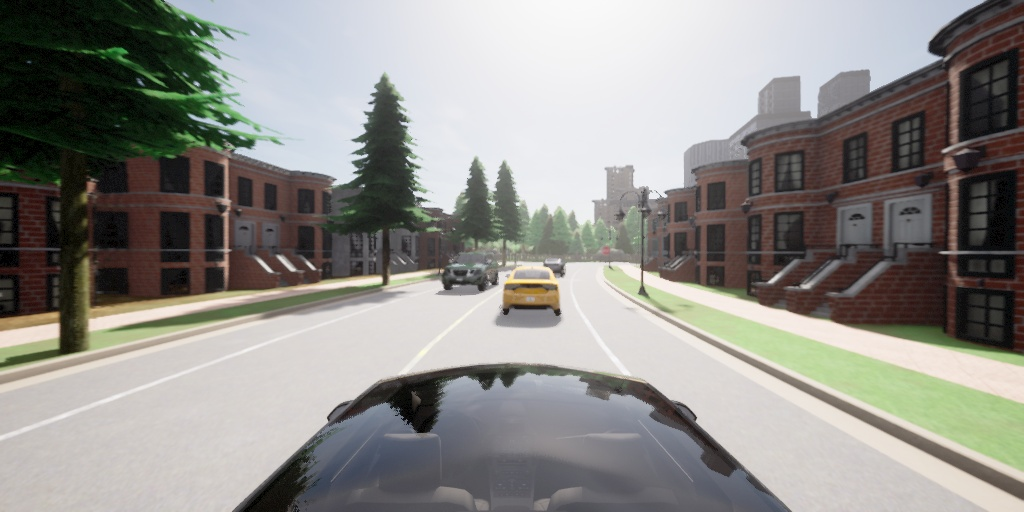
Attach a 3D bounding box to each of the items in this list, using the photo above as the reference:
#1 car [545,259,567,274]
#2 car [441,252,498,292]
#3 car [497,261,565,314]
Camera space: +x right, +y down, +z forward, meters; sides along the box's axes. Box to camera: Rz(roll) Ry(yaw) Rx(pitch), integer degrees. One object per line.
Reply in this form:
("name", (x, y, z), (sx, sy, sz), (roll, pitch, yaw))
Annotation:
("car", (3.738, 0.957, 31.678), (2.128, 1.511, 4.902), (0, 1, 13))
("car", (-2.163, 0.778, 20.187), (2.150, 2.045, 5.566), (0, 1, 8))
("car", (0.773, 1.116, 13.226), (1.882, 1.535, 5.008), (0, 1, 5))
